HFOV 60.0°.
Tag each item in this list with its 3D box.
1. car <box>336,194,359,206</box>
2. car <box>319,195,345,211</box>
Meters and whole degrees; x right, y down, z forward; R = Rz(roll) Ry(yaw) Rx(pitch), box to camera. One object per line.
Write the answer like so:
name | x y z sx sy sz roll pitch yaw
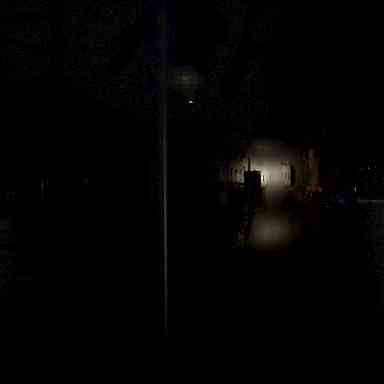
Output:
car | 22.248 1.364 47.076 1.882 1.535 5.008 -1 0 36
car | 16.298 1.399 38.622 2.128 1.511 4.902 -1 0 34
